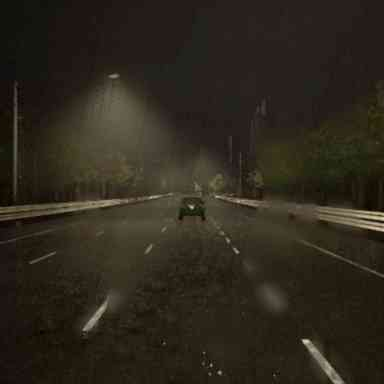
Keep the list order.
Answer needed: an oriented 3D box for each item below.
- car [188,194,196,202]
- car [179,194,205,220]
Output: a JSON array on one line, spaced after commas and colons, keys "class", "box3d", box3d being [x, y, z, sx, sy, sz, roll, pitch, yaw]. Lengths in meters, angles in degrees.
[{"class": "car", "box3d": [-0.005, 1.606, 94.859, 2.150, 2.045, 5.566, 0, 0, 0]}, {"class": "car", "box3d": [-0.001, 1.408, 30.040, 2.150, 2.045, 5.566, 0, 0, 0]}]
